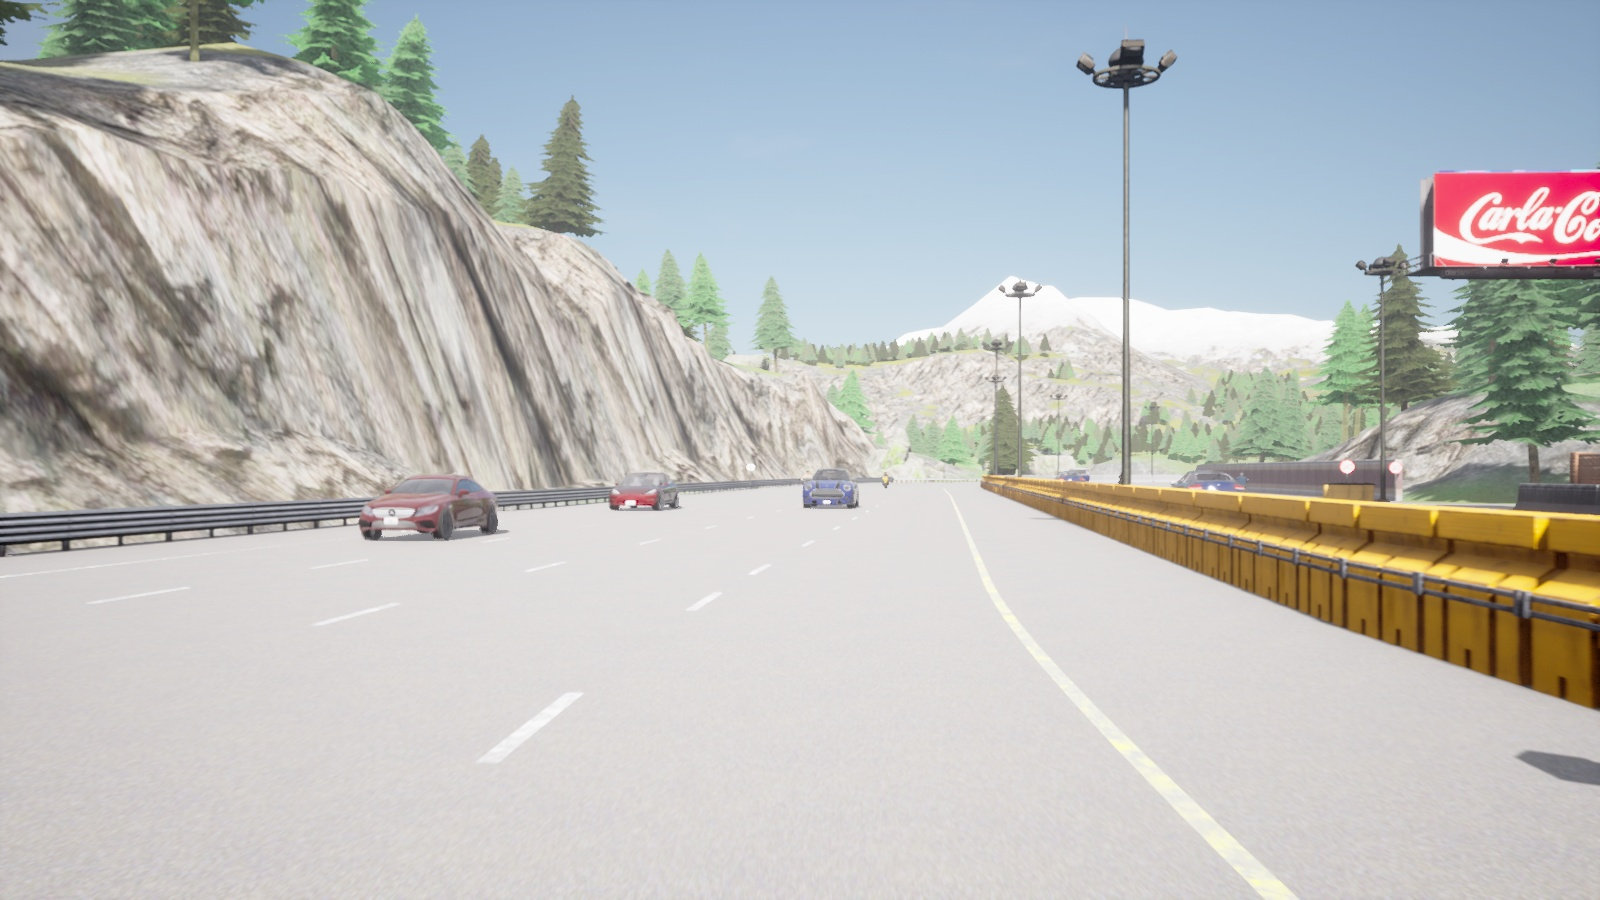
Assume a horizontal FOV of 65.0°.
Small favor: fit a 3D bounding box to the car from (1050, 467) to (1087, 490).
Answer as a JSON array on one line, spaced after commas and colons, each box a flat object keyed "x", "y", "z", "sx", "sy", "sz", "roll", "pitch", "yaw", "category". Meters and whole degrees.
[{"x": 19.702, "y": 2.059, "z": 92.292, "sx": 2.152, "sy": 1.651, "sz": 5.027, "roll": 0, "pitch": -1, "yaw": 6, "category": "car"}]

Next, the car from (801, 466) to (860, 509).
[{"x": 1.336, "y": 1.554, "z": 52.974, "sx": 2.097, "sy": 1.767, "sz": 4.553, "roll": 0, "pitch": -1, "yaw": 6, "category": "car"}]

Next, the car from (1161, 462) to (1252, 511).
[{"x": 14.572, "y": 1.294, "z": 45.361, "sx": 2.152, "sy": 1.651, "sz": 5.027, "roll": 0, "pitch": -1, "yaw": 6, "category": "car"}]

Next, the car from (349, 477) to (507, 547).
[{"x": -8.413, "y": 1.357, "z": 28.887, "sx": 1.812, "sy": 1.442, "sz": 4.674, "roll": 0, "pitch": -1, "yaw": 6, "category": "car"}]

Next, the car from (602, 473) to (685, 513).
[{"x": -6.091, "y": 1.667, "z": 49.505, "sx": 2.163, "sy": 1.488, "sz": 4.792, "roll": 0, "pitch": -1, "yaw": 6, "category": "car"}]
